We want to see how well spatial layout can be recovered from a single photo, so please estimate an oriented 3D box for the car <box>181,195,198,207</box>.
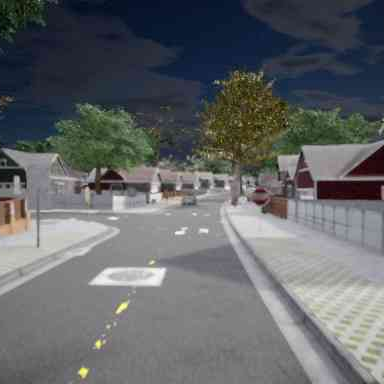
[{"bbox_3d":[-0.325,1.139,43.829,1.837,1.490,4.892,0,3,6],"label":"car"}]
